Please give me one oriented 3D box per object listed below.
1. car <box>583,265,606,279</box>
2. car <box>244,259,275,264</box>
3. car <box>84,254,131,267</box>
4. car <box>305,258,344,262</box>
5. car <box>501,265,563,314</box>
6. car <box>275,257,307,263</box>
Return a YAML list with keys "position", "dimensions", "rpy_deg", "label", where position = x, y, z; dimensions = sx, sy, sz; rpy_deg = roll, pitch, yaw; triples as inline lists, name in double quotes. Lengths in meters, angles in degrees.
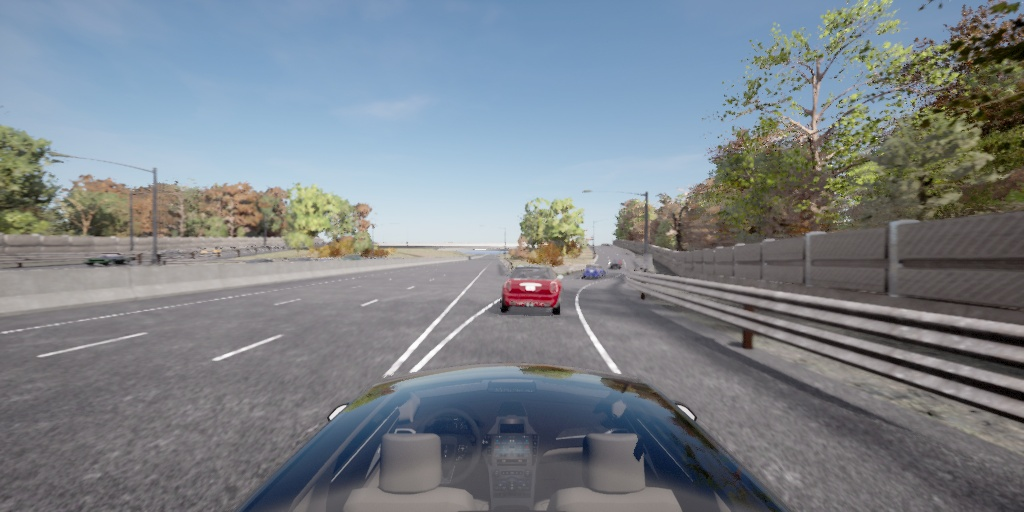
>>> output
- position: [10.033, 1.845, 43.407]
  dimensions: [2.097, 1.767, 4.553]
  rpy_deg: [1, -1, 23]
  label: "car"
- position: [-29.964, 1.071, 42.561]
  dimensions: [1.837, 1.490, 4.892]
  rpy_deg: [0, 0, -2]
  label: "car"
- position: [-43.866, 0.476, 39.009]
  dimensions: [1.895, 1.301, 4.718]
  rpy_deg: [0, 1, -26]
  label: "car"
- position: [-23.018, 1.214, 44.167]
  dimensions: [1.895, 1.301, 4.718]
  rpy_deg: [0, 0, -2]
  label: "car"
- position: [0.934, 1.140, 14.260]
  dimensions: [2.097, 1.767, 4.553]
  rpy_deg: [1, -1, 8]
  label: "car"
- position: [-26.528, 0.942, 44.447]
  dimensions: [2.097, 1.767, 4.553]
  rpy_deg: [0, 0, -2]
  label: "car"
